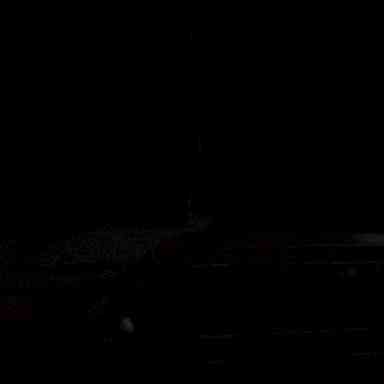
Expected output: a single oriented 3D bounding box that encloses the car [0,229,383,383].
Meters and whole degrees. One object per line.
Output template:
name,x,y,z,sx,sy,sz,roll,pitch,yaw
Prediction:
car,0.278,1.332,3.184,5.009,1.841,2.192,0,0,-3
